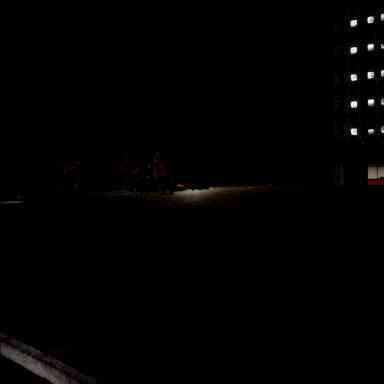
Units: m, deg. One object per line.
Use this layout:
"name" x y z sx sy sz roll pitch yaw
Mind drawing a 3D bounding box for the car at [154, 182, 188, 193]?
"car" -3.281 -0.591 53.757 2.033 1.411 5.357 0 2 30

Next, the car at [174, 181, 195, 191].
"car" -1.379 -1.200 63.769 2.097 1.767 4.553 0 2 29

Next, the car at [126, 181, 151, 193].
"car" -8.861 -0.905 57.278 2.150 2.045 5.566 0 2 31

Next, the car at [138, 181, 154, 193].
"car" -6.059 -0.584 55.445 2.033 1.411 5.357 0 2 30

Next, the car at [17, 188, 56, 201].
"car" -18.973 0.271 40.715 1.812 1.442 4.674 0 2 32

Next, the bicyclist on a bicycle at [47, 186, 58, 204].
"bicyclist on a bicycle" -12.699 0.252 30.290 1.656 1.620 0.582 -1 2 33

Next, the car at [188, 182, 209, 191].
"car" 1.498 -0.965 62.255 1.895 1.301 4.718 0 2 29
